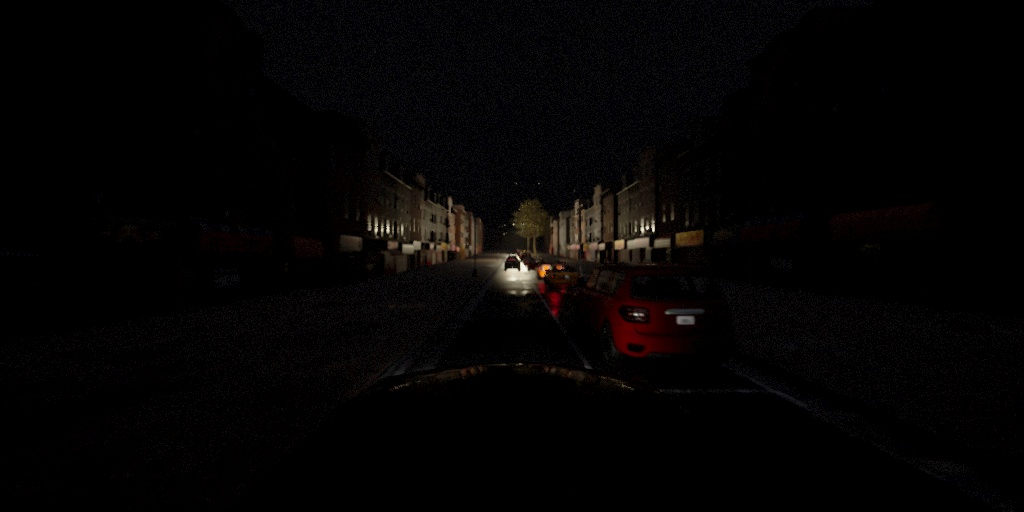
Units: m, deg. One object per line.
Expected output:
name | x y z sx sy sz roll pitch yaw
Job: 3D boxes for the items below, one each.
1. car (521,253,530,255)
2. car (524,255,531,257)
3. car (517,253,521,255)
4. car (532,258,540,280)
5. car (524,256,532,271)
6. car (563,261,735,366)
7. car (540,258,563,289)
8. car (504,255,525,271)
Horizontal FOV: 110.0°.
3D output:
car | 2.644 0.702 58.054 1.751 1.417 4.829 0 0 0
car | 2.643 0.864 52.323 1.802 1.307 4.207 0 0 0
car | 0.039 0.699 56.955 1.837 1.490 4.892 0 0 1
car | 2.990 0.950 29.112 2.097 1.767 4.553 0 1 0
car | 2.642 1.002 41.202 1.888 1.381 4.507 0 0 0
car | 2.638 1.051 7.848 2.192 1.841 5.009 0 0 0
car | 3.027 1.115 22.335 1.801 1.575 5.366 0 0 0
car | 0.054 0.929 42.267 2.128 1.511 4.902 0 0 0
